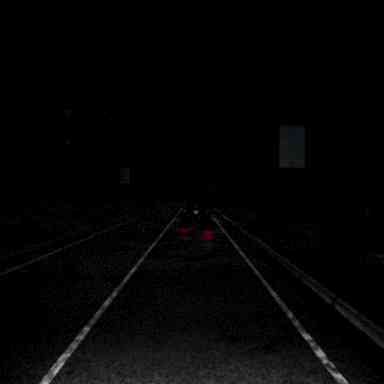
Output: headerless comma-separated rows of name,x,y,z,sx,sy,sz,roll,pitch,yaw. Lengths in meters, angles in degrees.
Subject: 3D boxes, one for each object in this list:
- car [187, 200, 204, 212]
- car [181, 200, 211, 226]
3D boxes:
car,0.409,1.741,42.215,1.994,1.385,4.181,0,0,0
car,0.278,1.430,24.506,2.097,1.767,4.553,0,0,0
